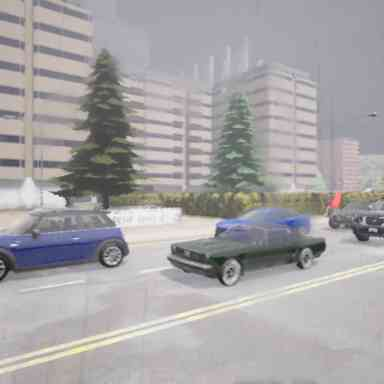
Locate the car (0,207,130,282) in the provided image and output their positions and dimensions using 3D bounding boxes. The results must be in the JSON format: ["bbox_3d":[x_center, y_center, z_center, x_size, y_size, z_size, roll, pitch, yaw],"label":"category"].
[{"bbox_3d":[-4.214,1.347,9.655,4.553,1.767,2.097,0,0,-34],"label":"car"}]

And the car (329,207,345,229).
[{"bbox_3d":[10.196,1.305,19.847,4.553,1.767,2.097,0,0,-36],"label":"car"}]

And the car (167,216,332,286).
[{"bbox_3d":[1.680,1.585,9.470,4.718,1.301,1.895,0,0,-35],"label":"car"}]

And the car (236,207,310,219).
[{"bbox_3d":[3.261,1.451,14.906,5.008,1.535,1.882,0,0,-35],"label":"car"}]

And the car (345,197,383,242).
[{"bbox_3d":[9.611,1.182,15.118,5.566,2.045,2.150,0,0,-35],"label":"car"}]
